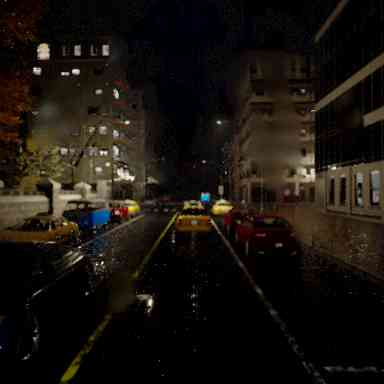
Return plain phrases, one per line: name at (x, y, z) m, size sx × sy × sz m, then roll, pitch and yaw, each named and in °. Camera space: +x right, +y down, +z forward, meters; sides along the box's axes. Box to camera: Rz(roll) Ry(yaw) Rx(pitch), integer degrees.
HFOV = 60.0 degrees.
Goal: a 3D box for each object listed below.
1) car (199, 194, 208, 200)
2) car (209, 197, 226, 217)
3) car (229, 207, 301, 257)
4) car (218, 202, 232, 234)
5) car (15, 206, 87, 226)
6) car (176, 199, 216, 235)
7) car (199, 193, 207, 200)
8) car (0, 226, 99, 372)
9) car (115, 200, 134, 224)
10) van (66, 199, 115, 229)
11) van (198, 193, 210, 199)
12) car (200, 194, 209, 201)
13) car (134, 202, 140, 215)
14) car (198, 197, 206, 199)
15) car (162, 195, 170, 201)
car at (2.701, 1.230, 78.721) m, size 1.947 × 1.339 × 4.313 m, roll 1°, pitch 0°, yaw 0°
car at (2.700, 1.416, 29.556) m, size 1.752 × 1.417 × 4.829 m, roll 1°, pitch 0°, yaw 0°
car at (2.699, 1.500, 12.536) m, size 1.887 × 1.381 × 4.507 m, roll 1°, pitch 0°, yaw 0°
car at (2.700, 1.479, 18.153) m, size 1.887 × 1.381 × 4.507 m, roll 1°, pitch 0°, yaw 0°
car at (-5.681, 1.480, 12.392) m, size 1.752 × 1.417 × 4.829 m, roll 1°, pitch 0°, yaw 0°
car at (0.103, 1.392, 18.133) m, size 1.801 × 1.575 × 5.366 m, roll 0°, pitch 0°, yaw 0°
car at (2.703, 1.074, 84.391) m, size 1.967 × 1.590 × 4.097 m, roll 1°, pitch 0°, yaw 0°
car at (-3.099, 1.544, 5.542) m, size 1.994 × 1.385 × 4.181 m, roll 0°, pitch 0°, yaw 0°
car at (-5.679, 1.352, 23.789) m, size 1.967 × 1.590 × 4.097 m, roll 1°, pitch 0°, yaw 0°
van at (-5.678, 1.275, 18.175) m, size 1.690 × 1.788 × 3.998 m, roll 1°, pitch 0°, yaw 0°
van at (2.704, 1.061, 67.377) m, size 1.690 × 1.788 × 3.998 m, roll 1°, pitch 0°, yaw 0°
car at (2.701, 1.237, 73.050) m, size 1.887 × 1.381 × 4.507 m, roll 1°, pitch 0°, yaw 0°
car at (-5.680, 1.416, 29.233) m, size 1.752 × 1.417 × 4.829 m, roll 1°, pitch 0°, yaw 0°
car at (0.109, 1.481, 32.015) m, size 1.895 × 1.301 × 4.718 m, roll 0°, pitch 0°, yaw 0°
car at (-5.680, 1.273, 73.107) m, size 1.802 × 1.307 × 4.206 m, roll 1°, pitch 0°, yaw 0°
